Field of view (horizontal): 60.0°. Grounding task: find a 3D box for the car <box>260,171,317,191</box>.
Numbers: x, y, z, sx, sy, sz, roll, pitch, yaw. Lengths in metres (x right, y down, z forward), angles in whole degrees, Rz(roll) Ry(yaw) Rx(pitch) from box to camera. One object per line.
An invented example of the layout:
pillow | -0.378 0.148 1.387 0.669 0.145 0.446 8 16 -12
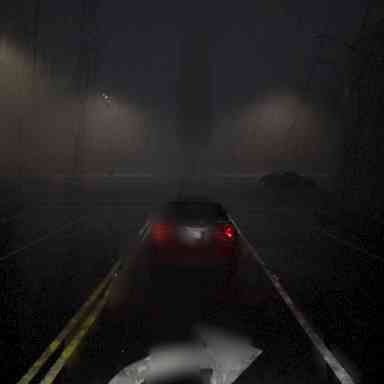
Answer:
car | 7.726 -0.953 26.694 4.674 1.442 1.812 -2 9 -16

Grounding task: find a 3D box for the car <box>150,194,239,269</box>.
car | 0.074 0.833 9.601 2.097 1.767 4.553 1 4 0
